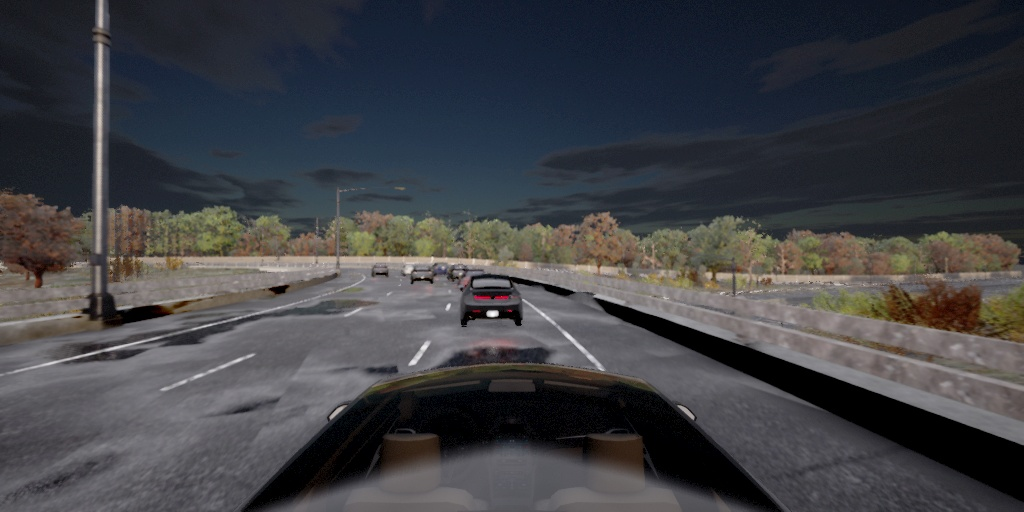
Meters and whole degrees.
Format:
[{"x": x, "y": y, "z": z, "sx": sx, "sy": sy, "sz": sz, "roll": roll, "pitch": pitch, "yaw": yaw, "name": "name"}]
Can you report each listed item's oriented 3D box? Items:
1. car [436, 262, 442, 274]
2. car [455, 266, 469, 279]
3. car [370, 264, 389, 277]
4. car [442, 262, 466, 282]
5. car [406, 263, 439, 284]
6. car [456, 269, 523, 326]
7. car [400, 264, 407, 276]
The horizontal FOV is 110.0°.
[{"x": -8.987, "y": 1.545, "z": 44.745, "sx": 2.097, "sy": 1.767, "sz": 4.553, "roll": 0, "pitch": -1, "yaw": -22, "name": "car"}, {"x": -2.428, "y": 1.529, "z": 23.125, "sx": 1.994, "sy": 1.385, "sz": 4.181, "roll": 0, "pitch": -1, "yaw": -11, "name": "car"}, {"x": -16.014, "y": 1.697, "z": 43.495, "sx": 2.128, "sy": 1.511, "sz": 4.902, "roll": 0, "pitch": 0, "yaw": -23, "name": "car"}, {"x": -5.054, "y": 1.570, "z": 33.893, "sx": 2.128, "sy": 1.511, "sz": 4.902, "roll": 0, "pitch": 0, "yaw": -17, "name": "car"}, {"x": -7.818, "y": 1.549, "z": 31.020, "sx": 2.128, "sy": 1.511, "sz": 4.902, "roll": 0, "pitch": -1, "yaw": -16, "name": "car"}, {"x": -0.758, "y": 1.357, "z": 12.157, "sx": 1.837, "sy": 1.490, "sz": 4.892, "roll": 0, "pitch": -1, "yaw": -6, "name": "car"}, {"x": -12.747, "y": 1.731, "z": 44.766, "sx": 1.812, "sy": 1.442, "sz": 4.674, "roll": 0, "pitch": 0, "yaw": -23, "name": "car"}]
